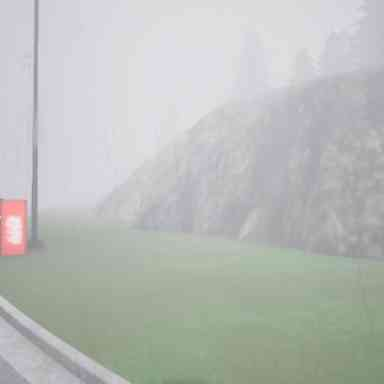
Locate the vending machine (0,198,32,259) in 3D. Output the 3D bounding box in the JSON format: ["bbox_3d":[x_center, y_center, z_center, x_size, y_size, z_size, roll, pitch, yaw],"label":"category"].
[{"bbox_3d":[-6.469,1.258,12.019,1.100,2.100,0.880,1,-1,-34],"label":"vending machine"}]
